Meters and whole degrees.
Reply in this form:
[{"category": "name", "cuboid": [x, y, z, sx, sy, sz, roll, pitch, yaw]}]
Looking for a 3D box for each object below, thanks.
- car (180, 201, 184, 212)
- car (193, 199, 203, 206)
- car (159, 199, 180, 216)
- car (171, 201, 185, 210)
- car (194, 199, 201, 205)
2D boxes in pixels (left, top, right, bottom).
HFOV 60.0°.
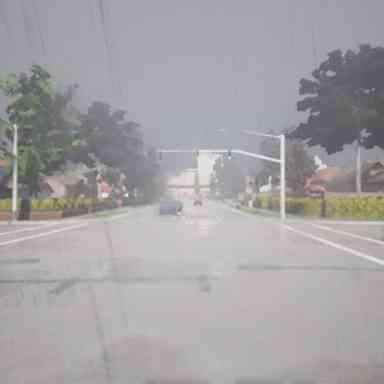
[{"category": "car", "cuboid": [-2.583, 1.921, 47.474, 2.097, 1.767, 4.553, 0, -1, 1]}, {"category": "car", "cuboid": [1.303, 2.376, 73.913, 1.837, 1.490, 4.892, 0, -1, 1]}, {"category": "car", "cuboid": [-2.691, 1.936, 38.121, 1.882, 1.535, 5.008, 0, -1, 1]}, {"category": "car", "cuboid": [-2.435, 2.238, 57.805, 2.033, 1.411, 5.357, 0, -1, 1]}, {"category": "car", "cuboid": [1.418, 2.514, 84.309, 1.812, 1.442, 4.674, 0, -1, 1]}]
